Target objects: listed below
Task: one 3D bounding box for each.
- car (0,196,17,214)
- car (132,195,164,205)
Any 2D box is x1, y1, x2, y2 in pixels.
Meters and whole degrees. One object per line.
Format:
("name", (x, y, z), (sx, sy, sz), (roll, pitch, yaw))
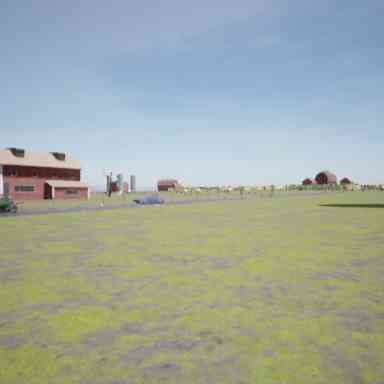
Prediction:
("car", (-19.402, 1.249, 31.874), (2.097, 1.767, 4.553), (0, 1, 36))
("car", (-6.423, 1.116, 49.700), (2.033, 1.411, 5.357), (0, 1, 36))
